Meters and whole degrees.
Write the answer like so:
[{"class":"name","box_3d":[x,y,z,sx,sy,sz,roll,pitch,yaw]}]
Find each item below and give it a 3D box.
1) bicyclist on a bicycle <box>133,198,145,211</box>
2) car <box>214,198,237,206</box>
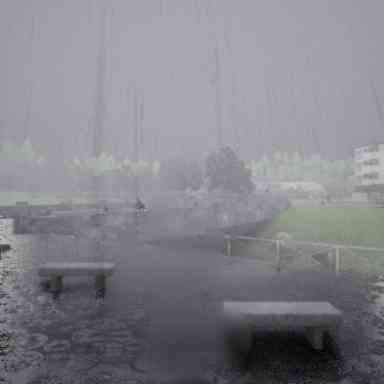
[{"class":"bicyclist on a bicycle","box_3d":[-4.284,1.340,26.959,1.656,1.620,0.582,0,0,35]},{"class":"car","box_3d":[4.687,1.554,46.775,1.994,1.385,4.181,0,0,35]}]
